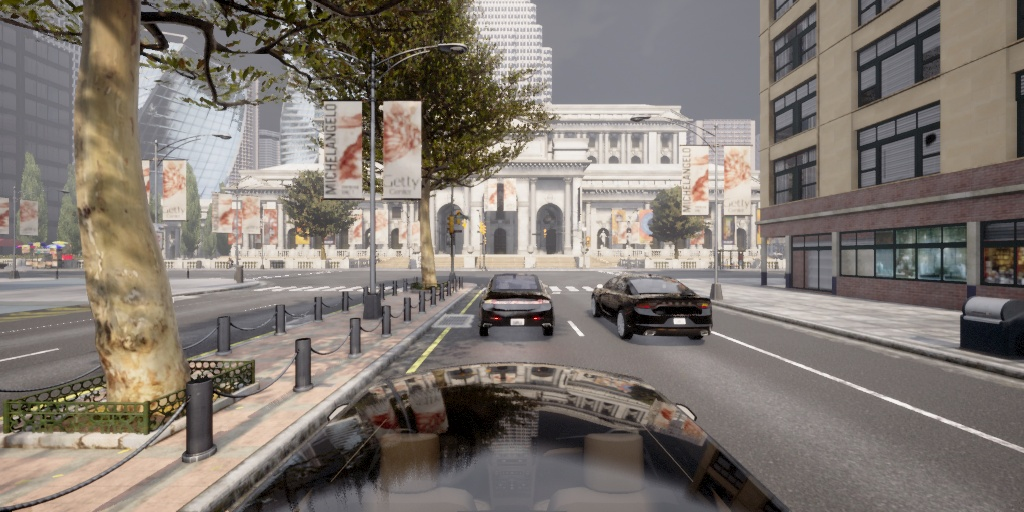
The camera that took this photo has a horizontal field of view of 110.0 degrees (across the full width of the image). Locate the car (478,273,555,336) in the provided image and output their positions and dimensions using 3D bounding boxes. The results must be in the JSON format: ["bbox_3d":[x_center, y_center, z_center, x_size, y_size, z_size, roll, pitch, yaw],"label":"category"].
[{"bbox_3d":[0.080,1.242,10.332,2.128,1.511,4.902,0,0,-1],"label":"car"}]

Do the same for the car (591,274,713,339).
[{"bbox_3d":[3.565,1.228,10.065,1.882,1.535,5.008,0,0,0],"label":"car"}]
